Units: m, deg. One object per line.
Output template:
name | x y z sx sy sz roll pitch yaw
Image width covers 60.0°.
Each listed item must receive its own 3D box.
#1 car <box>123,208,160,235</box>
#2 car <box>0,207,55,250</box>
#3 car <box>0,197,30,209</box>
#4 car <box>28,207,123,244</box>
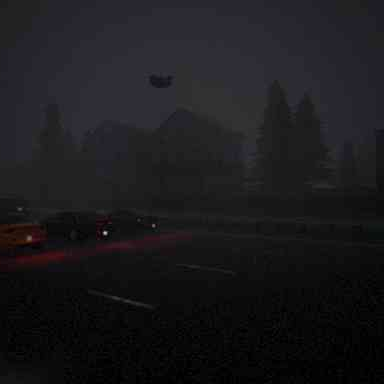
car | -3.981 1.660 19.602 4.674 1.442 1.812 0 0 36
car | -8.135 1.613 13.968 5.008 1.535 1.882 0 0 36
car | -15.912 1.486 28.100 5.566 2.045 2.150 0 0 35
car | -5.958 1.641 16.712 4.892 1.490 1.837 0 0 36
